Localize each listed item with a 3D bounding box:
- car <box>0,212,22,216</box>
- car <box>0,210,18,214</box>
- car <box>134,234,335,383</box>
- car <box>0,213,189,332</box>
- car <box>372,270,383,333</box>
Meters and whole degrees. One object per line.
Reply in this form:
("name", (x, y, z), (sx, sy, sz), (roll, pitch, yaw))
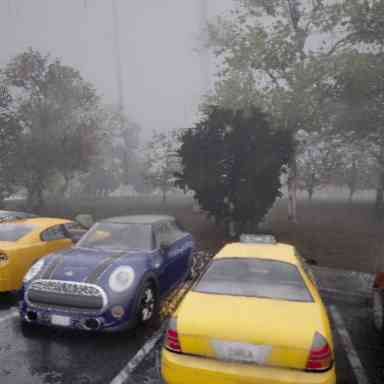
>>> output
("car", (-3.801, 1.426, 8.758), (2.097, 1.535, 5.008), (0, 0, 15))
("car", (-6.233, 1.398, 10.461), (2.231, 1.521, 4.892), (1, 0, 14))
("car", (1.113, 1.470, 5.526), (1.946, 1.575, 5.366), (0, 0, 15))
("car", (-1.349, 1.323, 7.086), (2.185, 1.767, 4.553), (1, 0, 15))
("car", (3.481, 1.492, 3.620), (2.097, 1.535, 5.008), (0, 0, 15))
